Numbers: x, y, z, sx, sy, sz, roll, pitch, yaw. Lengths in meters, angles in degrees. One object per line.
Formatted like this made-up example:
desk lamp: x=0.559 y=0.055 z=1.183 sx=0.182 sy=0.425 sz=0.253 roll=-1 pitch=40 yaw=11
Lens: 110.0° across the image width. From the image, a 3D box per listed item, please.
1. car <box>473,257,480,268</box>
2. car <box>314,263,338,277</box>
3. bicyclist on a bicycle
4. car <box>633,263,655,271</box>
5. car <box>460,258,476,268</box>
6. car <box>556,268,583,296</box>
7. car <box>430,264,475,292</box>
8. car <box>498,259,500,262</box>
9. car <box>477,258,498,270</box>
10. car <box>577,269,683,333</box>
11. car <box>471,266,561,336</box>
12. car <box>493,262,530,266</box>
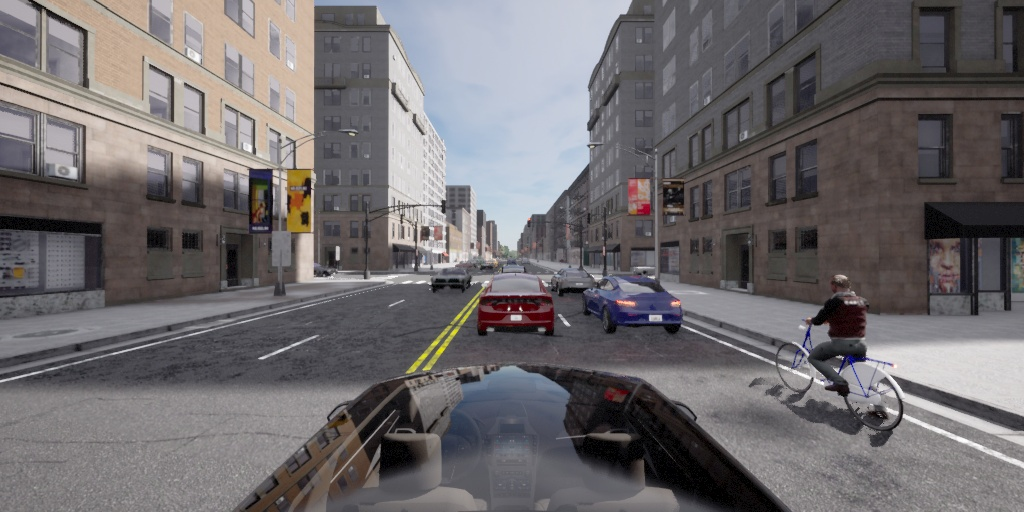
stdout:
car: x=-6.651 y=1.275 z=59.493 sx=1.837 sy=1.490 sz=4.892 roll=0 pitch=0 yaw=0
car: x=-19.677 y=1.282 z=34.345 sx=5.357 sy=1.411 sz=2.033 roll=0 pitch=0 yaw=0
bicyclist on a bicycle: x=4.143 y=1.121 z=4.724 sx=0.659 sy=1.776 sz=1.843 roll=0 pitch=0 yaw=0
car: x=15.011 y=1.410 z=37.204 sx=4.718 sy=1.301 sz=1.895 roll=0 pitch=0 yaw=1
car: x=-6.659 y=1.368 z=50.391 sx=1.895 sy=1.301 sz=4.718 roll=0 pitch=0 yaw=0
car: x=3.231 y=1.318 z=19.219 sx=1.994 sy=1.385 sz=4.181 roll=0 pitch=0 yaw=0
car: x=-3.481 y=1.355 z=21.193 sx=1.895 sy=1.301 sz=4.718 roll=0 pitch=0 yaw=-1
car: x=-3.398 y=1.247 z=59.835 sx=1.882 sy=1.535 sz=5.008 roll=0 pitch=0 yaw=0
car: x=-3.398 y=1.368 z=50.443 sx=1.895 sy=1.301 sz=4.718 roll=0 pitch=0 yaw=0
car: x=3.336 y=1.277 z=10.619 sx=1.812 sy=1.442 sz=4.674 roll=0 pitch=0 yaw=0
car: x=0.092 y=1.229 z=10.479 sx=1.882 sy=1.535 sz=5.008 roll=0 pitch=0 yaw=0
car: x=0.081 y=1.259 z=19.963 sx=1.837 sy=1.490 sz=4.892 roll=0 pitch=0 yaw=0
